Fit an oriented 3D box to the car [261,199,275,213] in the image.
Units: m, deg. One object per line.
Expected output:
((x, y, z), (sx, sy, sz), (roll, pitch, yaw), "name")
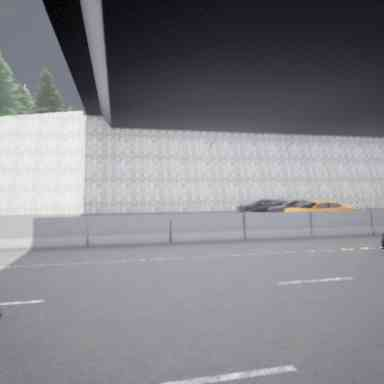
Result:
((8.083, 1.345, 25.661), (4.674, 1.442, 1.812), (0, 0, -13), "car")

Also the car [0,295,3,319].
((-4.959, 1.561, 4.414), (4.181, 1.385, 1.994), (0, 0, -13), "car")

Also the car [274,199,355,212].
((8.385, 1.315, 22.149), (5.008, 1.535, 1.882), (0, 0, -13), "car")

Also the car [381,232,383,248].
((8.651, 1.462, 11.219), (4.181, 1.385, 1.994), (0, 0, -13), "car")

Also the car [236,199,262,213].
((6.111, 1.336, 28.792), (4.674, 1.442, 1.812), (0, 0, -13), "car")

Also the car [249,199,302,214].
((8.217, 1.378, 32.898), (4.718, 1.301, 1.895), (0, 0, -13), "car")
